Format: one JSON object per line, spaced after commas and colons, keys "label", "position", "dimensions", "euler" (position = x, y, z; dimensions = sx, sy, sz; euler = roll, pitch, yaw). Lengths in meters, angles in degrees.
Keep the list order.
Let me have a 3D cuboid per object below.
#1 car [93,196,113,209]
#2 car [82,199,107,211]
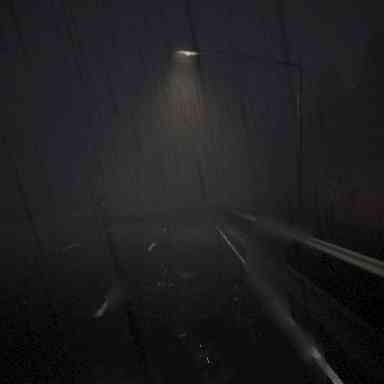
{"label": "car", "position": [-13.910, 1.670, 51.612], "dimensions": [2.150, 2.045, 5.566], "euler": [0, -1, 0]}
{"label": "car", "position": [-13.733, 2.004, 46.481], "dimensions": [1.895, 1.301, 4.718], "euler": [0, -1, -2]}
